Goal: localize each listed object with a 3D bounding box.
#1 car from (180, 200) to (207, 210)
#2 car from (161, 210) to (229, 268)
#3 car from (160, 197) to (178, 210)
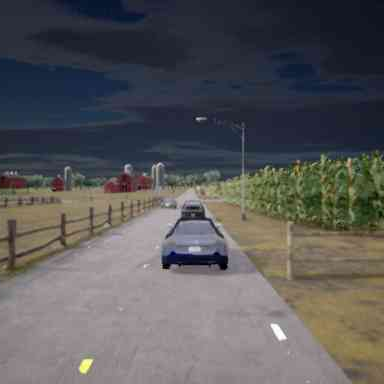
[{"bbox_3d":[0.087,1.415,26.754,1.837,1.490,4.892,0,0,0],"label":"car"},{"bbox_3d":[0.084,1.527,11.112,1.994,1.385,4.181,0,0,0],"label":"car"},{"bbox_3d":[-2.837,1.352,41.199,2.128,1.511,4.902,0,0,0],"label":"car"}]
